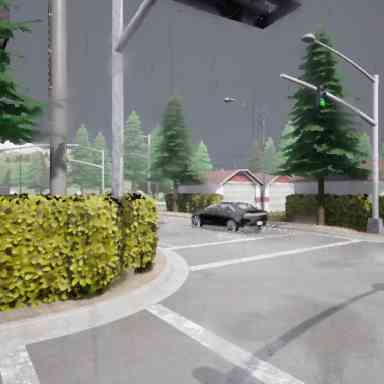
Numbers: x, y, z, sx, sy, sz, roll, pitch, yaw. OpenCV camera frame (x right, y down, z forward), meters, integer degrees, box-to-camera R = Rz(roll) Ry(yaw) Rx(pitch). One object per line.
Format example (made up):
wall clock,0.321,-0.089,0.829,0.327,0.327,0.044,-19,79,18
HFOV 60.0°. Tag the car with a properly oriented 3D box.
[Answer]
car,1.883,1.301,18.135,2.128,1.511,4.902,0,0,-36
